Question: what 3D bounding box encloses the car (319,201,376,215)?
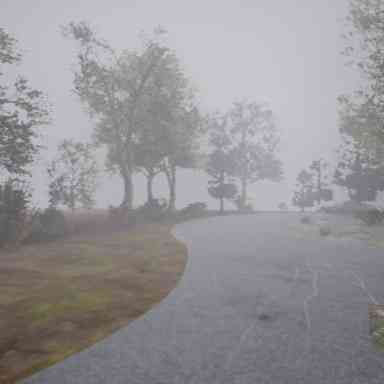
[{"bbox_3d":[15.880,1.605,33.889,5.357,1.411,2.033,0,0,-3],"label":"car"}]
